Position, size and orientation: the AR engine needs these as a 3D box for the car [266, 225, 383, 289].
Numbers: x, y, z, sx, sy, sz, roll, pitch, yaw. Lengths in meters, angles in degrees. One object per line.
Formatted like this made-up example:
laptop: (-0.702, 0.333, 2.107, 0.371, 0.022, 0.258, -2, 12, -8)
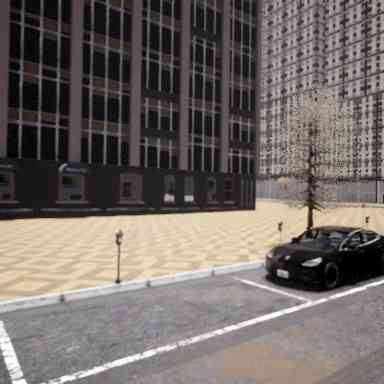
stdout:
car: (4.006, 1.654, 9.423, 4.313, 1.339, 1.947, 1, 0, -36)
